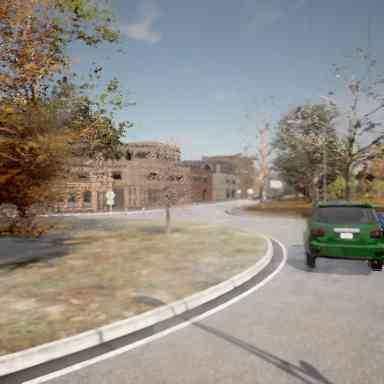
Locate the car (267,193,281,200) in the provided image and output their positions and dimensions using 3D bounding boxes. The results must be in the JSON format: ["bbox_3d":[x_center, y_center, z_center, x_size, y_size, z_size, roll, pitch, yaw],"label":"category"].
[{"bbox_3d":[21.636,1.364,89.908,2.128,1.511,4.902,-1,1,27],"label":"car"}]

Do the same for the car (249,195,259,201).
[{"bbox_3d":[16.595,1.521,87.100,2.033,1.411,5.357,-1,1,27],"label":"car"}]

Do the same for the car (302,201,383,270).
[{"bbox_3d":[5.126,1.327,11.731,2.150,2.045,5.566,0,-1,19],"label":"car"}]
